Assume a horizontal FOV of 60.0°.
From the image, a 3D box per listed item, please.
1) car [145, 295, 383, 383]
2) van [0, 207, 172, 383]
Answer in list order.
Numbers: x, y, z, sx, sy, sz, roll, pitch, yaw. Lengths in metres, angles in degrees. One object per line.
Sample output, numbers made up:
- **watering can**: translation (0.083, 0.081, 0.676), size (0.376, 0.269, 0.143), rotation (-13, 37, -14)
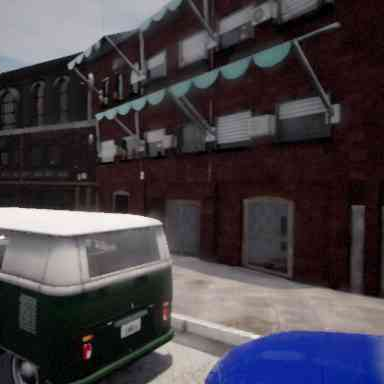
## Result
- **car**: translation (2.178, 1.518, 1.710), size (4.674, 1.452, 2.002), rotation (0, 0, 36)
- **van**: translation (-2.462, 1.257, 4.971), size (4.442, 1.987, 1.878), rotation (0, 0, 35)
